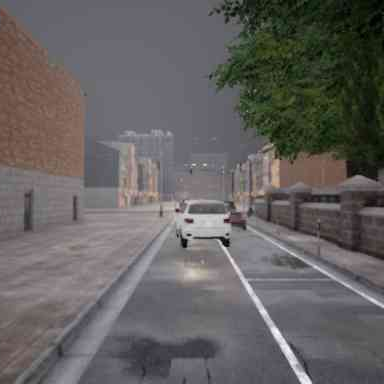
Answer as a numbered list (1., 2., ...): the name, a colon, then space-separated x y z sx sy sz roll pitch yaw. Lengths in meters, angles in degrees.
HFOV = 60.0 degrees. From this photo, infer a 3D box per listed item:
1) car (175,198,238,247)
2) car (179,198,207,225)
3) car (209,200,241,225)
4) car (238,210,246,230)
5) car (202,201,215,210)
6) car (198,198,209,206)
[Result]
1. car: 0.415 1.389 16.195 2.150 2.045 5.566 0 -1 -6
2. car: 0.076 1.520 27.812 2.150 2.045 5.566 0 -1 0
3. car: 2.644 1.615 27.962 2.192 1.841 5.009 1 -1 0
4. car: 2.642 1.821 22.510 1.802 1.307 4.206 1 -1 0
5. car: 2.636 2.167 54.388 1.887 1.381 4.507 1 -1 0
6. car: 2.633 2.227 76.138 2.192 1.841 5.009 1 -1 0
